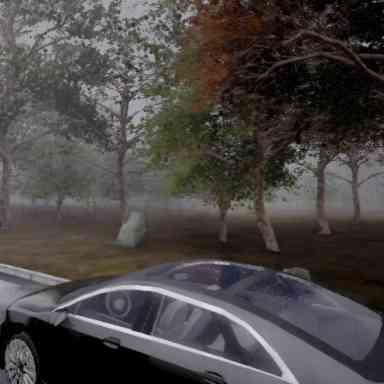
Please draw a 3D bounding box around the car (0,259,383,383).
[{"bbox_3d":[-0.128,1.499,3.468,4.902,1.511,2.128,0,0,35],"label":"car"}]
